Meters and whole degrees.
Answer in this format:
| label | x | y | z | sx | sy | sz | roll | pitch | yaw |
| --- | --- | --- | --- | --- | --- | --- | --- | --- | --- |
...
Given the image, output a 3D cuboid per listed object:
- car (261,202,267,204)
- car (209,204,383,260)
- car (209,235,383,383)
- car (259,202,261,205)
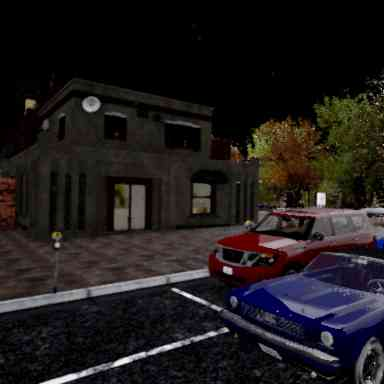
| label | x | y | z | sx | sy | sz | roll | pitch | yaw |
| --- | --- | --- | --- | --- | --- | --- | --- | --- | --- |
| car | 10.870 | 2.240 | 51.287 | 1.895 | 1.301 | 4.718 | 1 | -1 | -34 |
| car | 2.817 | 1.374 | 8.552 | 5.009 | 1.841 | 2.192 | 1 | 0 | -35 |
| car | 2.745 | 1.644 | 5.334 | 4.718 | 1.301 | 1.895 | 1 | 0 | -35 |
| car | 7.592 | 2.074 | 50.336 | 2.128 | 1.511 | 4.902 | 1 | -2 | -34 |
